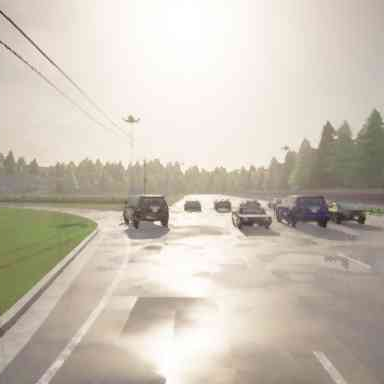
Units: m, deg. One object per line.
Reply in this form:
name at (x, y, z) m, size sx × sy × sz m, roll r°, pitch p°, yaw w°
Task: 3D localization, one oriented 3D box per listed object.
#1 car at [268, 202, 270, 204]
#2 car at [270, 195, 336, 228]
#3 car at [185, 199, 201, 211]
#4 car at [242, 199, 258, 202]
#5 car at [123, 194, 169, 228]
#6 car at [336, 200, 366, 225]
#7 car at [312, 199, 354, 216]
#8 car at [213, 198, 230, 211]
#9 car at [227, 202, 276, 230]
car at (10.603, 1.453, 40.828) m, size 1.812 × 1.442 × 4.674 m, roll 0°, pitch 0°, yaw 0°
car at (7.102, 1.180, 21.975) m, size 2.150 × 2.045 × 5.566 m, roll 0°, pitch 0°, yaw 0°
car at (0.102, 1.492, 40.514) m, size 1.994 × 1.385 × 4.181 m, roll 0°, pitch 0°, yaw 0°
car at (7.103, 1.492, 40.480) m, size 1.994 × 1.385 × 4.181 m, roll 0°, pitch 0°, yaw 0°
car at (-3.171, 1.178, 22.229) m, size 2.150 × 2.045 × 5.566 m, roll 0°, pitch 0°, yaw -21°
car at (10.602, 1.482, 23.759) m, size 1.812 × 1.442 × 4.674 m, roll 0°, pitch 0°, yaw 0°
car at (14.103, 1.488, 33.733) m, size 2.033 × 1.411 × 5.357 m, roll 0°, pitch 0°, yaw 0°
car at (3.603, 1.420, 39.926) m, size 2.128 × 1.511 × 4.902 m, roll 0°, pitch 0°, yaw 0°
car at (3.601, 1.561, 20.983) m, size 1.895 × 1.301 × 4.718 m, roll 0°, pitch 0°, yaw 0°
